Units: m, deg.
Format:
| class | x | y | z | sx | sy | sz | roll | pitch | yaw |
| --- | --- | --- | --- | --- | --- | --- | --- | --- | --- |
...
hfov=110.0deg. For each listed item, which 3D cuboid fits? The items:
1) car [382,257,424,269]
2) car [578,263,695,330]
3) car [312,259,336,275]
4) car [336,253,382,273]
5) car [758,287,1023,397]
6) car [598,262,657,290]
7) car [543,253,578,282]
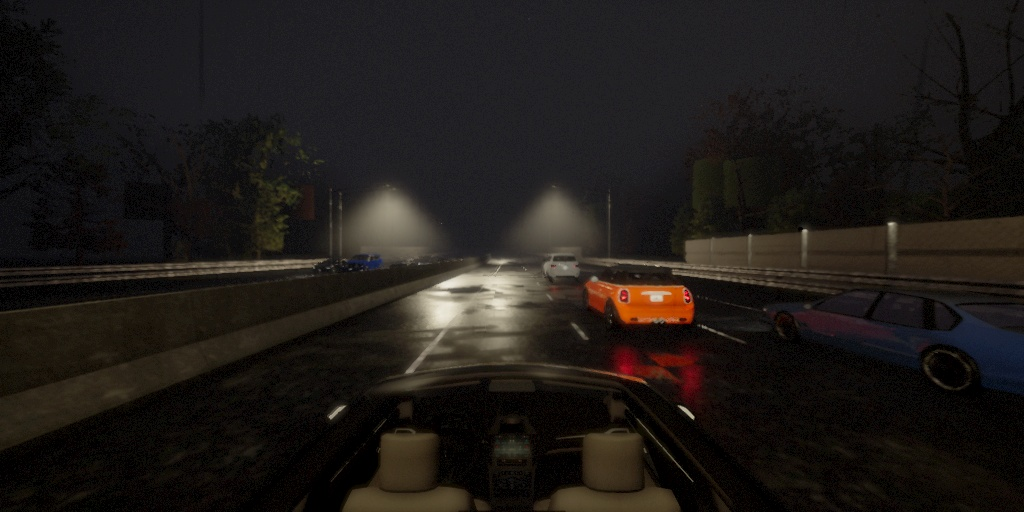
| class | x | y | z | sx | sy | sz | roll | pitch | yaw |
| --- | --- | --- | --- | --- | --- | --- | --- | --- | --- |
| car | -10.591 | 1.045 | 35.328 | 2.128 | 1.511 | 4.902 | 0 | 0 | 0 |
| car | 3.591 | 1.049 | 11.011 | 2.097 | 1.767 | 4.553 | 0 | 0 | 0 |
| car | -17.590 | 1.060 | 35.220 | 1.837 | 1.490 | 4.892 | 0 | 0 | 0 |
| car | -14.093 | 0.779 | 34.138 | 2.150 | 2.045 | 5.566 | 0 | 1 | 0 |
| car | 7.085 | 1.270 | 6.463 | 2.033 | 1.411 | 5.357 | 0 | 0 | -1 |
| car | 7.090 | 1.175 | 22.759 | 2.033 | 1.411 | 5.357 | 0 | 0 | 0 |
| car | 3.599 | 0.825 | 26.849 | 2.150 | 2.045 | 5.566 | 0 | 0 | 0 |
